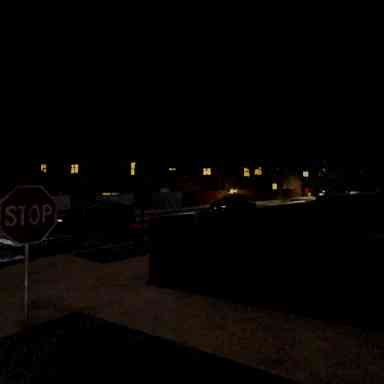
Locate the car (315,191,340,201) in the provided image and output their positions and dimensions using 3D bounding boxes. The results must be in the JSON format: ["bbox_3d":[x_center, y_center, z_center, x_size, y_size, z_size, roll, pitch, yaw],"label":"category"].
[{"bbox_3d":[17.650,0.536,43.277,1.994,1.385,4.181,1,2,41],"label":"car"}]

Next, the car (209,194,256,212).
[{"bbox_3d":[3.307,0.941,26.643,1.837,1.490,4.892,1,2,41],"label":"car"}]

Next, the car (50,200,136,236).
[{"bbox_3d":[-5.087,1.209,16.831,2.128,1.511,4.902,1,2,41],"label":"car"}]
